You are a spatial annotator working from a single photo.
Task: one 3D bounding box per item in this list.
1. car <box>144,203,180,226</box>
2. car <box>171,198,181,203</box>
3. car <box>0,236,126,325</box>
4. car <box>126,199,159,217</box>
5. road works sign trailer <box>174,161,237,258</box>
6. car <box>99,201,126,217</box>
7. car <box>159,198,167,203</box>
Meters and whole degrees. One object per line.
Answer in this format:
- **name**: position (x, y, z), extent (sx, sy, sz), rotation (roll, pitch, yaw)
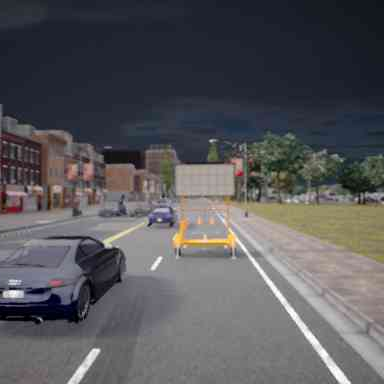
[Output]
- **car**: position (-2.185, 1.799, 25.503), extent (1.812, 1.442, 4.674), rotation (0, -1, 2)
- **car**: position (-3.701, 2.043, 76.499), extent (1.994, 1.385, 4.181), rotation (0, -1, 2)
- **car**: position (-2.835, 1.660, 7.447), extent (1.994, 1.385, 4.181), rotation (0, -1, 2)
- **car**: position (-5.261, 1.747, 35.863), extent (2.097, 1.767, 4.553), rotation (0, -1, 2)
- **road works sign trailer**: position (0.519, 0.597, 13.269), extent (2.380, 3.560, 2.880), rotation (0, -1, 2)
- **car**: position (-8.508, 1.770, 35.990), extent (2.097, 1.767, 4.553), rotation (0, -1, 2)
- **car**: position (-6.950, 2.109, 76.585), extent (1.895, 1.301, 4.718), rotation (0, -1, 2)
